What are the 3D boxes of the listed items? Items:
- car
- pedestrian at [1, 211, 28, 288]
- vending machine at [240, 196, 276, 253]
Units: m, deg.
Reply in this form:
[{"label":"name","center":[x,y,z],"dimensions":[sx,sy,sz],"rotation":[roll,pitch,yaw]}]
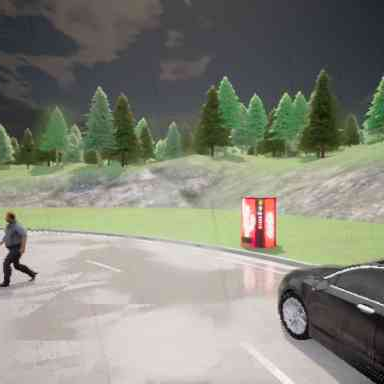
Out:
[{"label":"car","center":[2.778,1.507,3.847],"dimensions":[1.837,1.490,4.892],"rotation":[0,0,-14]},{"label":"pedestrian","center":[-4.226,1.294,7.902],"dimensions":[0.375,1.860,0.375],"rotation":[0,0,-42]},{"label":"vending machine","center":[2.591,1.195,12.978],"dimensions":[1.100,2.100,0.880],"rotation":[0,0,-40]}]
